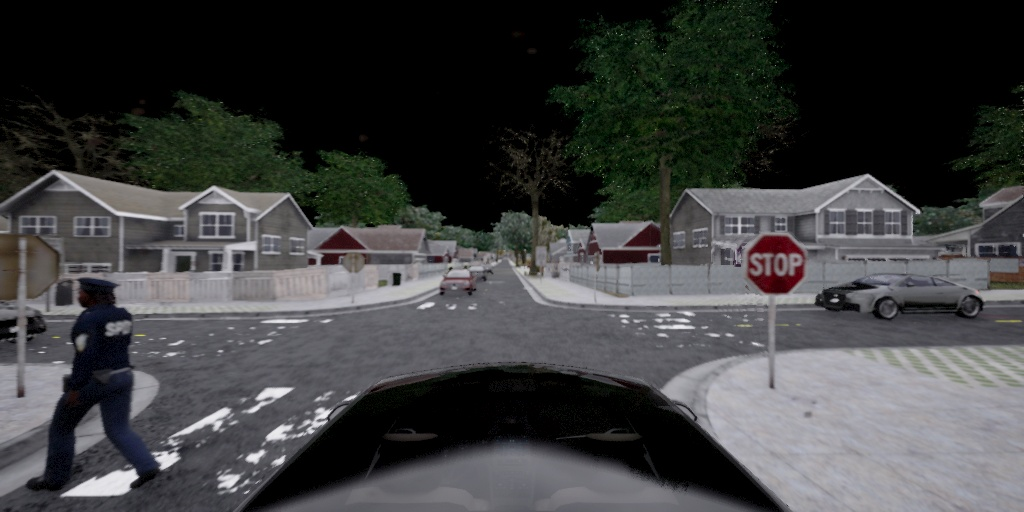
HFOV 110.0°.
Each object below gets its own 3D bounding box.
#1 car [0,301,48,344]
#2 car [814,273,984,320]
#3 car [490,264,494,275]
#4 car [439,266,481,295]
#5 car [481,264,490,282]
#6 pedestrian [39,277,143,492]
[{"bbox_3d":[-14.029,1.486,8.334,4.892,1.490,1.837,-1,-1,-1],"label":"car"},{"bbox_3d":[12.684,1.265,11.937,4.181,1.385,1.994,-1,-1,-1],"label":"car"},{"bbox_3d":[-3.563,1.861,50.562,1.837,1.490,4.892,0,-1,0],"label":"car"},{"bbox_3d":[-3.169,1.518,21.838,1.812,1.442,4.674,0,-1,-1],"label":"car"},{"bbox_3d":[-3.358,1.680,34.632,1.812,1.442,4.674,0,-1,-1],"label":"car"},{"bbox_3d":[-3.525,1.043,3.027,0.375,1.860,0.375,0,-1,-1],"label":"pedestrian"}]
